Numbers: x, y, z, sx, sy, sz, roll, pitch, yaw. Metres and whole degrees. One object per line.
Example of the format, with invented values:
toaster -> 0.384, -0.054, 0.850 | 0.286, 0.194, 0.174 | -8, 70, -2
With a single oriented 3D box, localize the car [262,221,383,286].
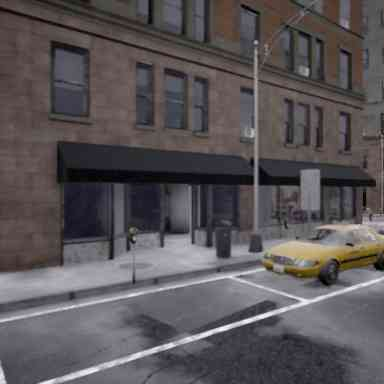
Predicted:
car -> 4.052, 1.527, 9.422 | 4.829, 1.417, 1.752 | 0, 0, -35
